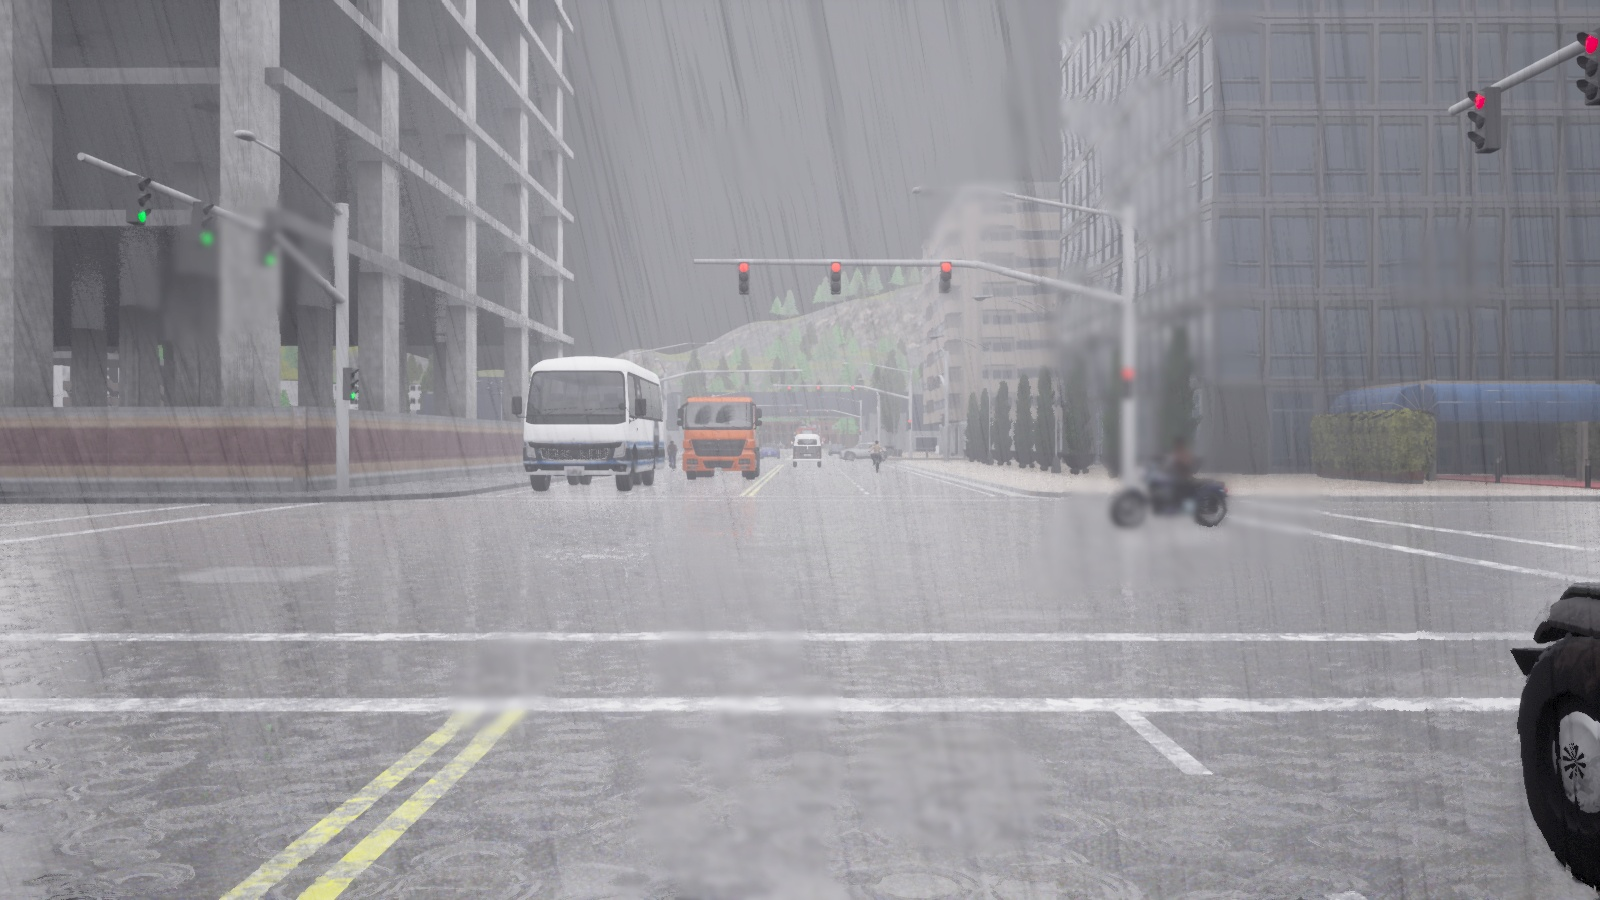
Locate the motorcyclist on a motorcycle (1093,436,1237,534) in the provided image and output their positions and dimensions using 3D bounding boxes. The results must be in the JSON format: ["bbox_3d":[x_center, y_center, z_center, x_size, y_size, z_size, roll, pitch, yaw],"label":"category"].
[{"bbox_3d":[6.343,0.579,21.832,2.350,1.649,0.766,0,1,-16],"label":"motorcyclist on a motorcycle"}]

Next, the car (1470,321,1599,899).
[{"bbox_3d":[3.532,0.529,2.910,1.905,1.878,3.866,0,0,0],"label":"car"}]

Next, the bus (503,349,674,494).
[{"bbox_3d":[-6.747,-0.873,42.103,3.944,4.253,10.273,0,0,0],"label":"bus"}]

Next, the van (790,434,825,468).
[{"bbox_3d":[0.452,0.032,77.677,2.069,2.038,4.480,0,0,0],"label":"van"}]

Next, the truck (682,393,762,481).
[{"bbox_3d":[-3.185,-0.538,53.286,2.891,3.462,7.936,0,0,0],"label":"truck"}]
